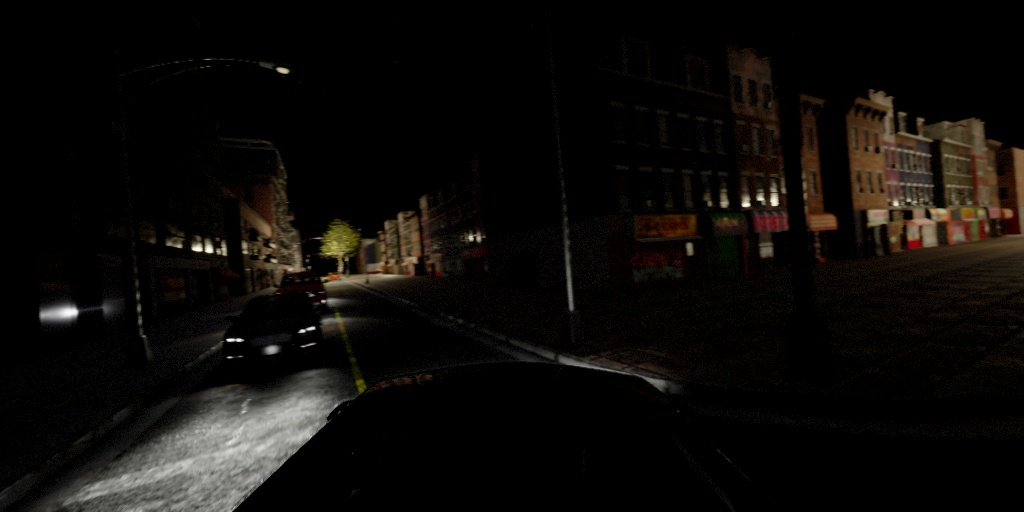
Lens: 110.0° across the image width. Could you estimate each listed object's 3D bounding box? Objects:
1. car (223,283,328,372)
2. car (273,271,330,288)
[{"bbox_3d":[-6.008,1.727,9.402,2.128,1.511,4.902,-4,0,-28],"label":"car"},{"bbox_3d":[-10.968,1.867,18.828,2.150,2.045,5.566,-4,0,-28],"label":"car"}]
